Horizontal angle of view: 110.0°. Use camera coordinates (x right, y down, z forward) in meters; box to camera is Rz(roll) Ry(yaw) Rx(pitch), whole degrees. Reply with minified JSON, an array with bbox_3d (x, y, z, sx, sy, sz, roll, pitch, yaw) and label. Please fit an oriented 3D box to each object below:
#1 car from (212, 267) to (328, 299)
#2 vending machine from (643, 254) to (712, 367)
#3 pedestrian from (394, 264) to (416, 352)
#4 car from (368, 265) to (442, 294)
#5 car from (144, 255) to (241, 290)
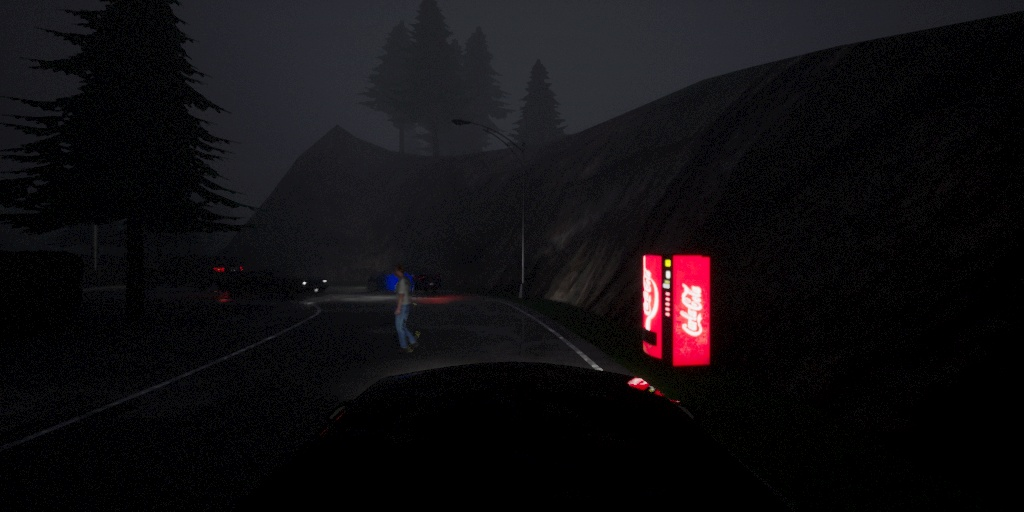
[{"bbox_3d":[-11.698,1.350,17.713,4.718,1.301,1.895,0,0,8],"label":"car"},{"bbox_3d":[3.204,0.945,7.051,1.100,2.100,0.880,0,0,-7],"label":"vending machine"},{"bbox_3d":[-2.259,1.044,7.439,0.375,1.860,0.375,0,0,-8],"label":"pedestrian"},{"bbox_3d":[-5.874,1.227,19.379,5.008,1.535,1.882,0,0,41],"label":"car"},{"bbox_3d":[-19.726,0.971,22.061,5.566,2.045,2.150,0,0,2],"label":"car"}]
